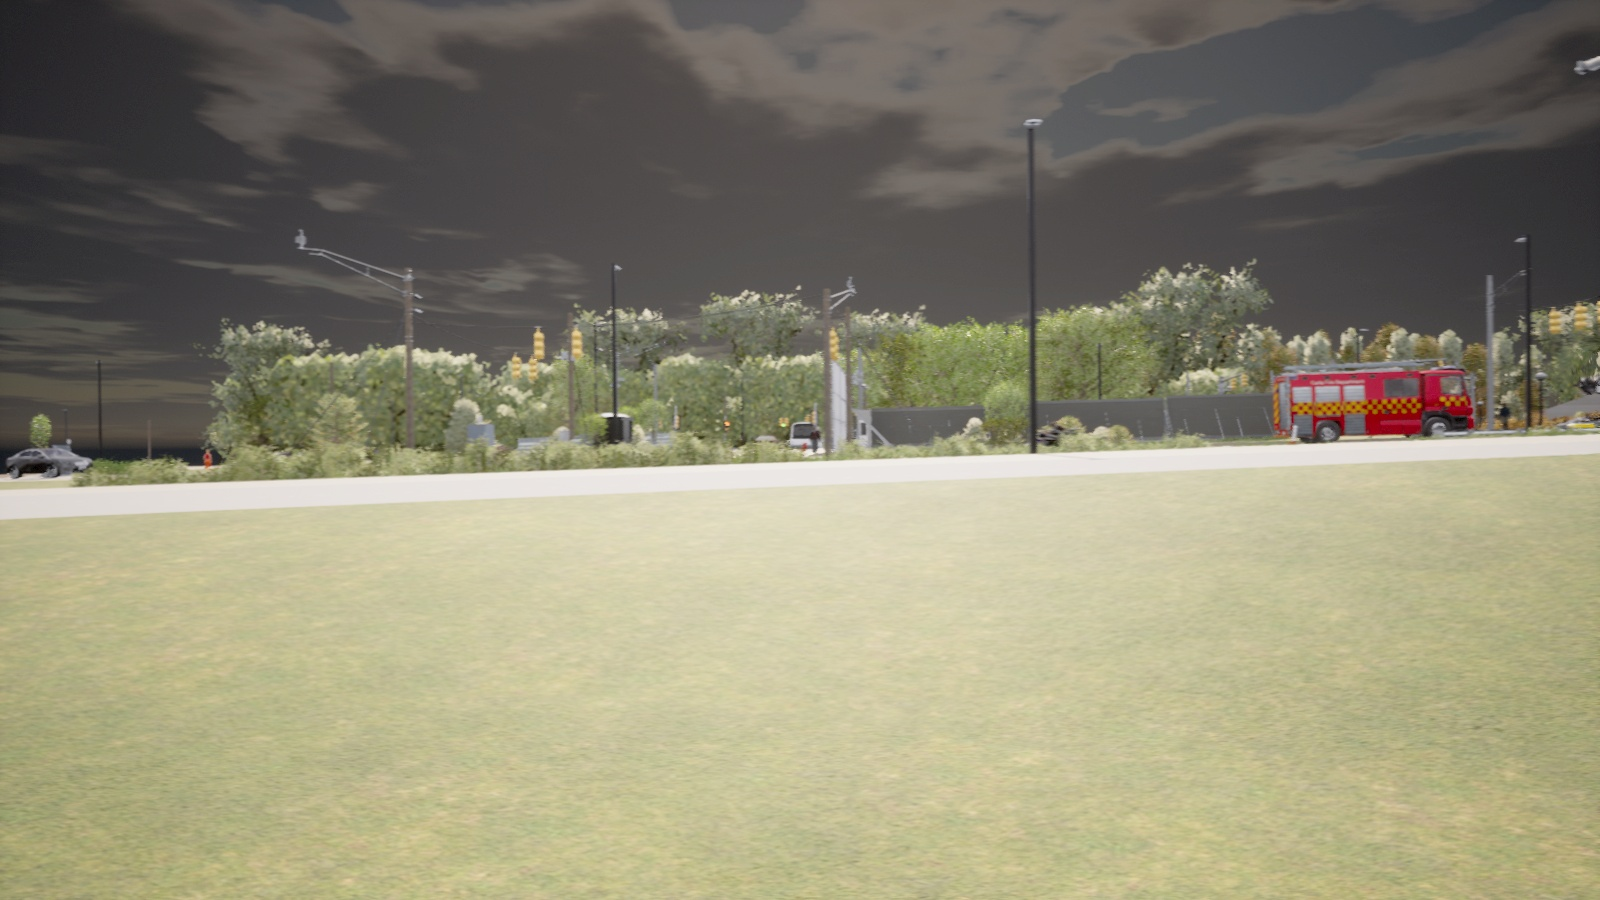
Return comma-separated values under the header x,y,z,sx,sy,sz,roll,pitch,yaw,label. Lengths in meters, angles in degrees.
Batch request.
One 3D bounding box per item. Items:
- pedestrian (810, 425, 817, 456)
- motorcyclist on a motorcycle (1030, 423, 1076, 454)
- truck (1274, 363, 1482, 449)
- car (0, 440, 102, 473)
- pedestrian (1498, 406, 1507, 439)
x,y,z,sx,sy,sz,roll,pitch,yaw,label
0.784,-0.554,73.553,0.376,1.854,0.720,0,1,4,pedestrian
13.009,-0.587,64.587,2.191,1.530,0.866,-1,0,4,motorcyclist on a motorcycle
27.464,-2.035,59.952,8.468,3.827,2.891,-1,0,4,truck
-37.233,0.319,62.192,4.902,1.511,2.128,-1,0,25,car
40.005,-1.569,71.515,0.370,1.835,0.726,0,1,32,pedestrian
